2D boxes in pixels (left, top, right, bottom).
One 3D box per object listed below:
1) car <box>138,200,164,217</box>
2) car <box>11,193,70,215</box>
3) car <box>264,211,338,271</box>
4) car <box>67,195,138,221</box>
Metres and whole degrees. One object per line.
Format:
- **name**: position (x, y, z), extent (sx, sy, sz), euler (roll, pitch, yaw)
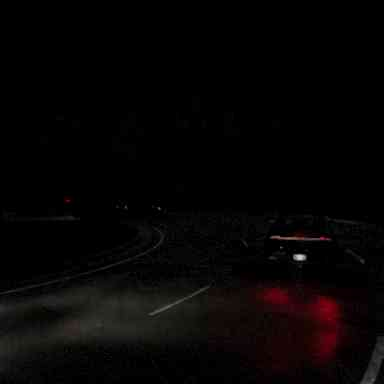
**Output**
- **car**: position (-4.498, 1.346, 28.233), extent (4.181, 1.385, 1.994), euler (-1, 0, 27)
- **car**: position (-14.598, 1.106, 32.617), extent (5.566, 2.045, 2.150), euler (-1, 0, -10)
- **car**: position (3.383, 1.337, 10.420), extent (2.128, 1.511, 4.902), euler (0, 1, 18)
- **car**: position (-6.818, 1.198, 25.330), extent (4.553, 1.767, 2.097), euler (-1, 1, 25)
